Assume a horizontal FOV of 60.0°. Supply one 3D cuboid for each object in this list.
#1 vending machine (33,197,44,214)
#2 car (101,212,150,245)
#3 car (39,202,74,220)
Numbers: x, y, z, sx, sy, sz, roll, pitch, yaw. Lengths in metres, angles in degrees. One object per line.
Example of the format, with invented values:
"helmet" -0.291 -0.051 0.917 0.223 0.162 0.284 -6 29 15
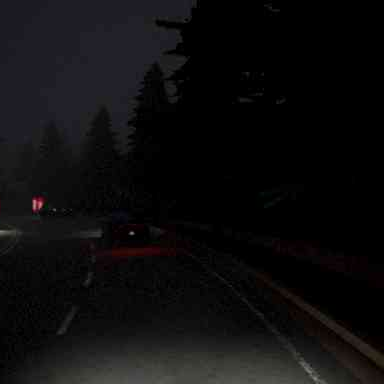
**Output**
"vending machine" -20.375 1.777 44.139 0.880 2.100 1.100 -1 -1 34
"car" -3.462 1.673 16.791 1.882 1.535 5.008 0 -1 -20
"car" -13.503 1.776 32.934 2.097 1.767 4.553 0 -1 -41
